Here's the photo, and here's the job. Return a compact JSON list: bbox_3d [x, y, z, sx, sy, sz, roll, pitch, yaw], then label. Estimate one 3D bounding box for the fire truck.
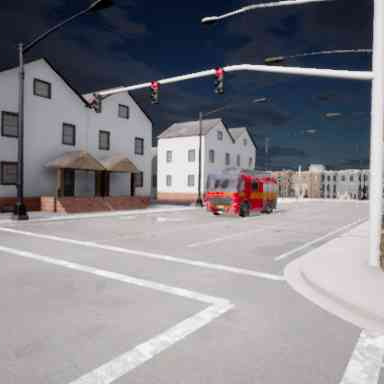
[{"bbox_3d":[4.553,0.081,28.729,2.891,3.827,8.468,1,1,35],"label":"fire truck"}]
